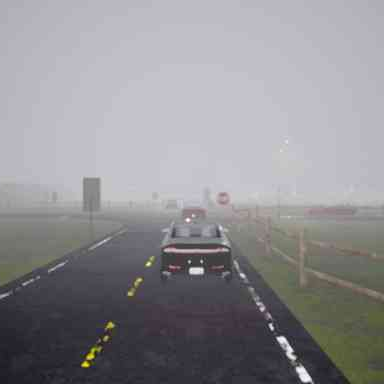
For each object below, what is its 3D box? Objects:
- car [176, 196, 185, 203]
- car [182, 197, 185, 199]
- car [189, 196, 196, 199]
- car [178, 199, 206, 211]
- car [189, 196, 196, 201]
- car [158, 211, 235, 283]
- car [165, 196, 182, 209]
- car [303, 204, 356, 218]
[{"bbox_3d":[-2.696,1.773,77.371,1.882,1.535,5.008,0,0,0],"label":"car"},{"bbox_3d":[-2.709,1.854,66.066,1.895,1.301,4.718,0,0,0],"label":"car"},{"bbox_3d":[0.054,1.886,78.388,1.895,1.301,4.718,0,0,0],"label":"car"},{"bbox_3d":[0.114,1.581,26.784,1.882,1.535,5.008,0,0,0],"label":"car"},{"bbox_3d":[0.061,1.691,88.361,1.812,1.442,4.674,0,0,0],"label":"car"},{"bbox_3d":[0.105,1.531,9.764,2.128,1.511,4.902,0,0,0],"label":"car"},{"bbox_3d":[-2.809,1.688,47.824,1.837,1.490,4.892,0,0,0],"label":"car"},{"bbox_3d":[13.690,1.850,33.296,4.718,1.301,1.895,0,0,1],"label":"car"}]
